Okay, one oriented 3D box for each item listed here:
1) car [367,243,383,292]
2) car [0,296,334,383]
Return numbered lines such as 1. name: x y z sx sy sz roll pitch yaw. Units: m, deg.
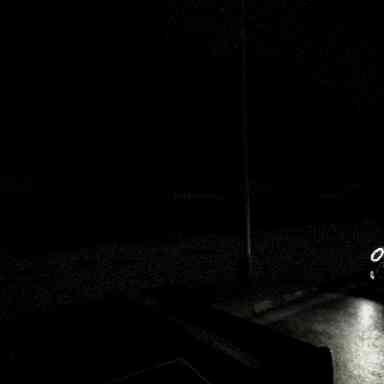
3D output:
1. car: 6.122 1.406 8.046 4.553 1.767 2.097 0 -1 -39
2. car: -1.061 1.635 2.262 4.718 1.301 1.895 0 -1 -39
